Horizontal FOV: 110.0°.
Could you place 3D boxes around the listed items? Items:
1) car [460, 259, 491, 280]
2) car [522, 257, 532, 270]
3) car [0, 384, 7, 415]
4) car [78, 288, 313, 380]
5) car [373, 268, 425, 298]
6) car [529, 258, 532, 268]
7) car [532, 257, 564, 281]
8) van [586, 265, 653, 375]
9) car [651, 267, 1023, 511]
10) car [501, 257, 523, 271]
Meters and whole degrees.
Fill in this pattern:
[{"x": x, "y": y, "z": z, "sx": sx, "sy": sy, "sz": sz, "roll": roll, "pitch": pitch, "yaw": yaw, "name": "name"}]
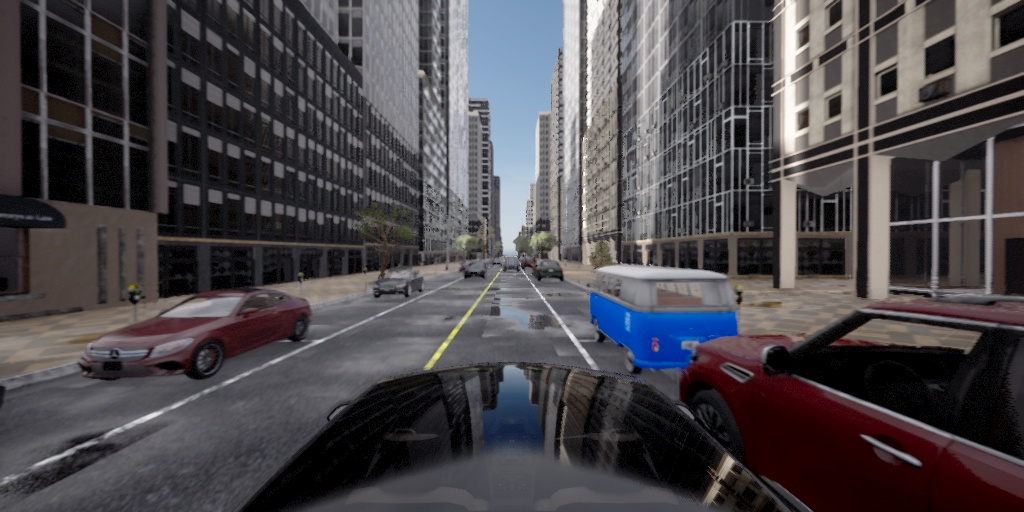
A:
[{"x": -3.142, "y": 1.290, "z": 31.844, "sx": 1.837, "sy": 1.490, "sz": 4.892, "roll": 0, "pitch": 0, "yaw": 0, "name": "car"}, {"x": 2.616, "y": 1.124, "z": 52.690, "sx": 2.192, "sy": 1.841, "sz": 5.009, "roll": 0, "pitch": 0, "yaw": 0, "name": "car"}, {"x": -5.692, "y": 1.300, "z": 1.525, "sx": 2.007, "sy": 1.370, "sz": 4.403, "roll": 0, "pitch": 0, "yaw": 0, "name": "car"}, {"x": -5.700, "y": 1.338, "z": 7.209, "sx": 1.802, "sy": 1.307, "sz": 4.207, "roll": 0, "pitch": 0, "yaw": 0, "name": "car"}, {"x": -5.716, "y": 1.320, "z": 18.576, "sx": 2.007, "sy": 1.370, "sz": 4.403, "roll": 0, "pitch": 0, "yaw": 0, "name": "car"}, {"x": 3.089, "y": 1.270, "z": 37.422, "sx": 1.882, "sy": 1.535, "sz": 5.008, "roll": 0, "pitch": 0, "yaw": 0, "name": "car"}, {"x": 3.072, "y": 1.137, "z": 30.392, "sx": 2.097, "sy": 1.767, "sz": 4.553, "roll": 0, "pitch": 0, "yaw": 0, "name": "car"}, {"x": 2.681, "y": 1.098, "z": 7.221, "sx": 1.690, "sy": 1.789, "sz": 3.998, "roll": 0, "pitch": 0, "yaw": 0, "name": "van"}, {"x": 2.689, "y": 1.065, "z": 1.537, "sx": 2.192, "sy": 1.841, "sz": 5.009, "roll": 0, "pitch": 0, "yaw": 0, "name": "car"}, {"x": -0.062, "y": 1.156, "z": 45.512, "sx": 2.033, "sy": 1.411, "sz": 5.357, "roll": 0, "pitch": 0, "yaw": 0, "name": "car"}]
